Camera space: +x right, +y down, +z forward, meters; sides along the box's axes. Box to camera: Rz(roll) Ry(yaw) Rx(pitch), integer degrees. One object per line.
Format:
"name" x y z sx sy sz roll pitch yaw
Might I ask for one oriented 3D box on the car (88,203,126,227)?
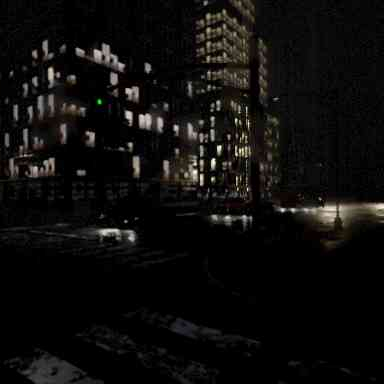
"car" -5.085 1.562 24.035 1.882 1.535 5.008 -1 -1 37

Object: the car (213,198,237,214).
"car" 4.235 1.447 36.333 2.097 1.767 4.553 -1 -1 37

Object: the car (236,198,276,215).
"car" 7.050 1.540 34.663 2.128 1.511 4.902 -1 -1 37

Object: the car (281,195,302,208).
"car" 15.567 1.422 51.135 2.150 2.045 5.566 -1 -1 37

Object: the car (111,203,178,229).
"car" -2.796 1.601 21.671 1.994 1.385 4.181 -1 -1 38

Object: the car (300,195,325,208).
"car" 18.178 1.586 49.195 2.128 1.511 4.902 -1 -1 37
